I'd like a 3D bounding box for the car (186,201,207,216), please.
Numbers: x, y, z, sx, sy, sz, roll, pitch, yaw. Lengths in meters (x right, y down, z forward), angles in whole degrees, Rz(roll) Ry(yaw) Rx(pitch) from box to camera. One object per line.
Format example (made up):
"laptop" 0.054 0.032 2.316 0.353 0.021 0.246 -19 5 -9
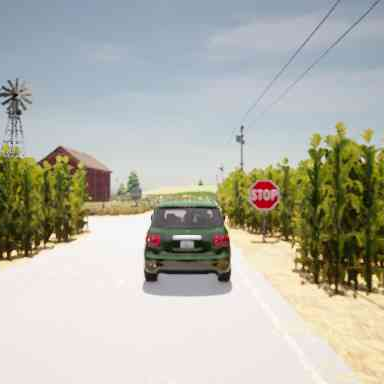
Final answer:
"car" 0.566 1.672 34.977 1.994 1.385 4.181 0 0 3

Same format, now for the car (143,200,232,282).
"car" -0.116 1.254 10.004 2.150 2.045 5.566 0 0 0
